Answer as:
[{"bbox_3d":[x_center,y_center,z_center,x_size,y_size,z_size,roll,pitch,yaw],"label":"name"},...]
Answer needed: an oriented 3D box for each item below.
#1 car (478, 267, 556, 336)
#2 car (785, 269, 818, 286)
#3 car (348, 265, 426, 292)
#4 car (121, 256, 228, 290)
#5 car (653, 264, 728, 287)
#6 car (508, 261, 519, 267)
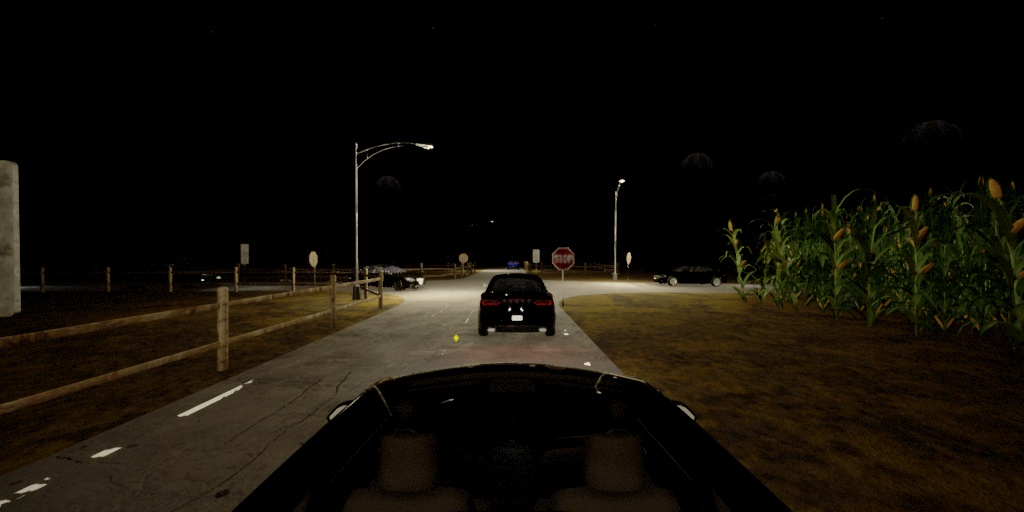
[{"bbox_3d":[0.119,1.235,10.456,1.882,1.535,5.008,0,0,0],"label":"car"},{"bbox_3d":[22.213,1.452,25.807,4.902,1.511,2.128,1,1,0],"label":"car"},{"bbox_3d":[-7.636,1.326,21.906,4.902,1.511,2.128,0,0,20],"label":"car"},{"bbox_3d":[-21.663,1.048,23.118,5.566,2.045,2.150,0,1,0],"label":"car"},{"bbox_3d":[12.782,1.350,25.818,5.008,1.535,1.882,0,1,-1],"label":"car"},{"bbox_3d":[0.229,1.570,62.462,1.882,1.535,5.008,0,-1,0],"label":"car"}]
